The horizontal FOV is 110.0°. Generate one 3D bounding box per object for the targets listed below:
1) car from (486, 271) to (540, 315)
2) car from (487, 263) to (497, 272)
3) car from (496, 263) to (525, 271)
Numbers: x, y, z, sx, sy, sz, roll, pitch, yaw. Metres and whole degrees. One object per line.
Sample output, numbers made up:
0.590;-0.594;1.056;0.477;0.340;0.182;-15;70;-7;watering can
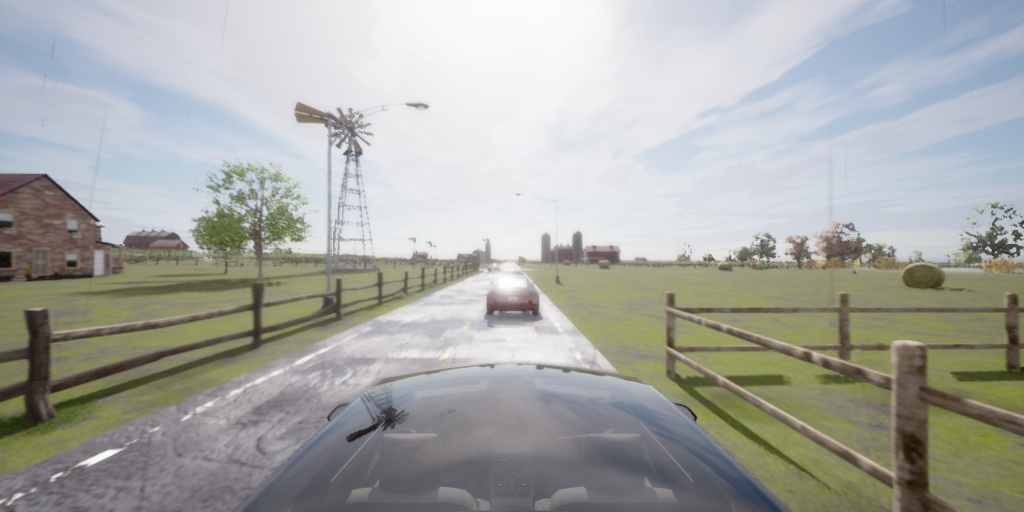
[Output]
0.049;1.457;14.390;1.994;1.385;4.181;0;-1;0;car
-2.791;1.846;55.990;2.128;1.511;4.902;0;-1;0;car
0.049;1.549;29.172;2.128;1.511;4.902;0;-1;0;car
